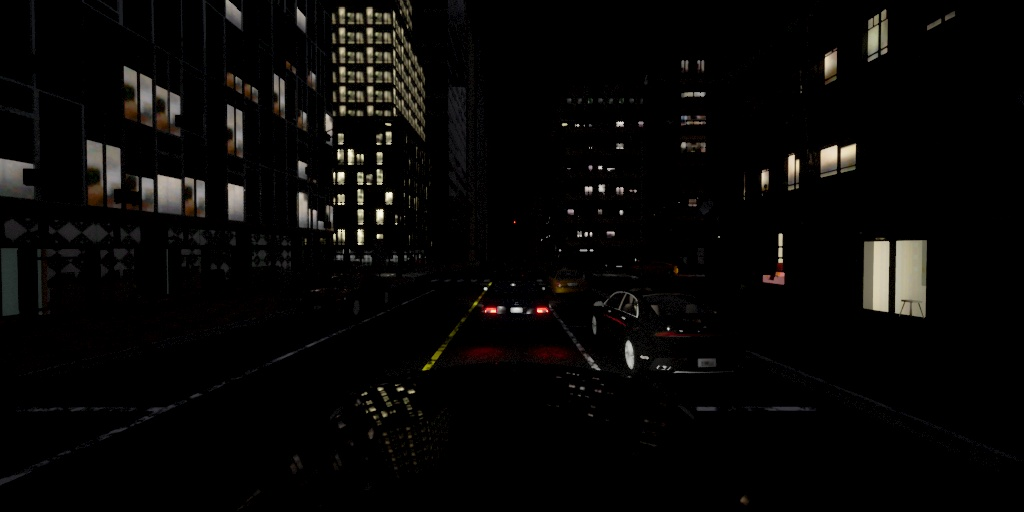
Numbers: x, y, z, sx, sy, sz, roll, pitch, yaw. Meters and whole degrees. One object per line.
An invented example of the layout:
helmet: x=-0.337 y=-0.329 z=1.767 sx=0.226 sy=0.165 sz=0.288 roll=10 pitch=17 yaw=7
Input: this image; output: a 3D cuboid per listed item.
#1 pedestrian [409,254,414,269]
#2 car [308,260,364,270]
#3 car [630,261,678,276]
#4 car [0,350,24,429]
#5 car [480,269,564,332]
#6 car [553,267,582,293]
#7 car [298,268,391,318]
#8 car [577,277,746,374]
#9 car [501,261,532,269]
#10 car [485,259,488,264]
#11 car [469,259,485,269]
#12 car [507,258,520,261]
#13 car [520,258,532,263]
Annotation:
pedestrian: x=-12.628 y=0.669 z=45.066 sx=0.375 sy=1.860 sz=0.375 roll=0 pitch=0 yaw=1
car: x=-17.646 y=1.108 z=36.402 sx=5.008 sy=1.535 sz=1.882 roll=0 pitch=1 yaw=-1
car: x=15.452 y=1.336 z=39.196 sx=5.008 sy=1.535 sz=1.882 roll=0 pitch=1 yaw=1
car: x=-5.796 y=1.300 z=1.730 sx=2.007 sy=1.370 sz=4.403 roll=0 pitch=0 yaw=0
car: x=0.085 y=1.295 z=10.770 sx=2.033 sy=1.411 sz=5.357 roll=0 pitch=0 yaw=0
car: x=2.787 y=1.271 z=18.792 sx=1.751 sy=1.417 sz=4.829 roll=0 pitch=0 yaw=0
car: x=-5.843 y=1.292 z=13.020 sx=1.888 sy=1.381 sz=4.507 roll=0 pitch=0 yaw=0
car: x=2.807 y=1.299 z=7.333 sx=2.007 sy=1.370 sz=4.403 roll=0 pitch=0 yaw=0
car: x=0.057 y=1.249 z=21.193 sx=1.837 sy=1.490 sz=4.892 roll=0 pitch=0 yaw=0
car: x=-5.802 y=1.303 z=62.216 sx=1.948 sy=1.339 sz=4.313 roll=0 pitch=0 yaw=0
car: x=-5.791 y=1.263 z=56.392 sx=1.751 sy=1.417 sz=4.829 roll=0 pitch=0 yaw=0
car: x=-0.045 y=1.339 z=58.123 sx=1.895 sy=1.301 sz=4.718 roll=0 pitch=0 yaw=1
car: x=2.579 y=1.288 z=62.231 sx=2.007 sy=1.370 sz=4.403 roll=0 pitch=0 yaw=0
